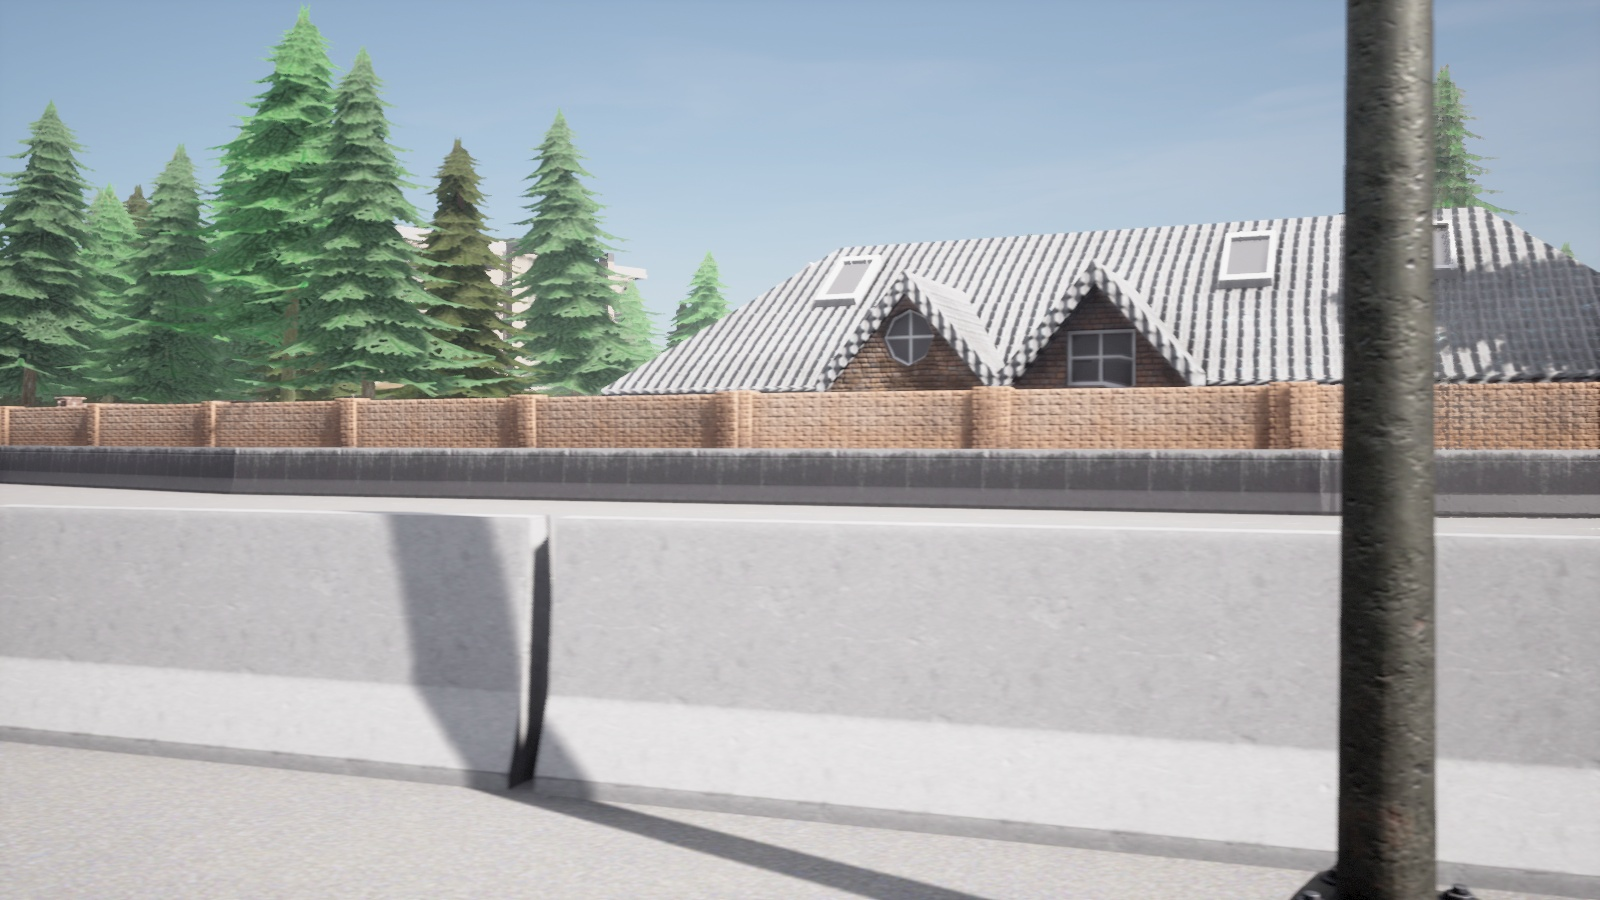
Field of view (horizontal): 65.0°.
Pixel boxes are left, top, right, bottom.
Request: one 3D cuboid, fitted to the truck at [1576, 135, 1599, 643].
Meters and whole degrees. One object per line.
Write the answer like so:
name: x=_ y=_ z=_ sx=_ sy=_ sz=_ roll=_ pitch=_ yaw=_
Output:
truck: x=9.845 y=-0.416 z=7.392 sx=8.468 sy=3.827 sz=2.891 roll=0 pitch=1 yaw=15
